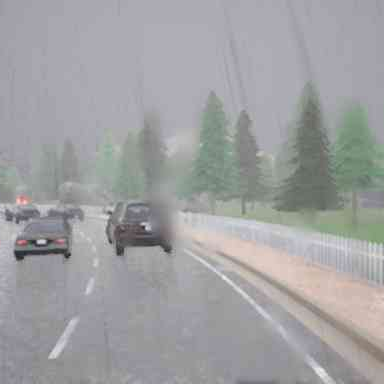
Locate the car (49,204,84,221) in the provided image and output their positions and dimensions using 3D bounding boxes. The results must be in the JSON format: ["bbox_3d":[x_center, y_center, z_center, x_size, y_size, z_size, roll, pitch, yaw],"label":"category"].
[{"bbox_3d":[-11.254,1.806,29.582,1.837,1.490,4.892,1,0,-42],"label":"car"}]

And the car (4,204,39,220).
[{"bbox_3d":[-13.979,1.784,27.388,1.837,1.490,4.892,1,0,-42],"label":"car"}]

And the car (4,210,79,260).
[{"bbox_3d":[-5.667,1.681,13.129,2.033,1.411,5.357,0,-1,-19],"label":"car"}]

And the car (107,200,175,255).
[{"bbox_3d":[-2.348,1.370,14.238,2.150,2.045,5.566,0,0,-19],"label":"car"}]
